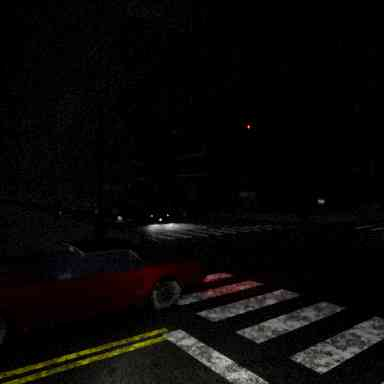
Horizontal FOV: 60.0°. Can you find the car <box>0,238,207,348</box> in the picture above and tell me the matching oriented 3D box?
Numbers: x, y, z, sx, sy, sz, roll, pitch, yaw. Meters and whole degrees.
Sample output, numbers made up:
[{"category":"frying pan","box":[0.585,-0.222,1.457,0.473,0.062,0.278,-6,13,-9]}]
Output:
[{"category":"car","box":[-2.099,1.601,6.188,4.718,1.301,1.895,0,0,-36]}]

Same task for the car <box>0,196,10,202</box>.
[{"category":"car","box":[-42.389,1.598,75.063,1.802,1.307,4.206,0,0,-35]}]

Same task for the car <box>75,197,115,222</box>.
[{"category":"car","box":[-7.226,1.423,25.684,1.967,1.590,4.097,0,0,-35]}]

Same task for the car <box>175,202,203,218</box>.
[{"category":"car","box":[-0.689,1.581,30.338,1.947,1.339,4.313,0,0,-35]}]

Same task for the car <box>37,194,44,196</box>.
[{"category":"car","box":[-35.851,1.488,79.718,1.967,1.590,4.097,0,0,-35]}]

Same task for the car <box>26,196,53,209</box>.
[{"category":"car","box":[-20.012,1.534,43.639,2.008,1.369,4.403,0,0,-35]}]

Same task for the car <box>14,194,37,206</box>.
[{"category":"car","box":[-26.405,1.430,52.617,1.967,1.590,4.097,0,0,-35]}]

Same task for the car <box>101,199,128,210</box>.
[{"category":"car","box":[-10.279,1.579,43.806,1.947,1.339,4.313,0,0,-35]}]

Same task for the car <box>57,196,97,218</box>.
[{"category":"car","box":[-10.422,1.421,30.173,1.967,1.590,4.097,0,0,-35]}]

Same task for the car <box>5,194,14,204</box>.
[{"category":"car","box":[-32.799,1.551,61.595,2.008,1.369,4.403,0,0,-35]}]

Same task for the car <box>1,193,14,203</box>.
[{"category":"car","box":[-39.192,1.556,70.573,1.887,1.381,4.507,0,0,-35]}]

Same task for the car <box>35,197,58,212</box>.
[{"category":"car","box":[-16.816,1.563,39.150,1.802,1.307,4.206,0,0,-35]}]

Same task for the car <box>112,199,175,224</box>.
[{"category":"car","box":[-3.788,1.541,25.200,2.033,1.411,5.357,0,0,-37]}]

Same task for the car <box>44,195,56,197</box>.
[{"category":"car","box":[-29.458,1.478,70.739,1.967,1.590,4.097,0,0,-35]}]

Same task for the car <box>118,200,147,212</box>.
[{"category":"car","box":[-7.083,1.594,39.317,1.802,1.307,4.206,0,0,-35]}]
